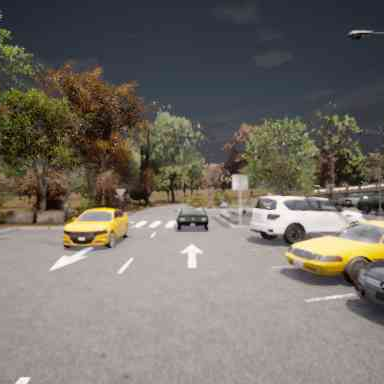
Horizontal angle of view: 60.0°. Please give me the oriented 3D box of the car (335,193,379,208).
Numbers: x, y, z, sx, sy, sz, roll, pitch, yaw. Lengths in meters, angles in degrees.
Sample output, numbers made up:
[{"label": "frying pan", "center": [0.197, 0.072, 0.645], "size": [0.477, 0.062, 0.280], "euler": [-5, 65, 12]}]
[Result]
[{"label": "car", "center": [23.969, 1.244, 48.536], "size": [2.435, 2.045, 5.566], "euler": [0, -1, -21]}]

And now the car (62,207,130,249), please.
[{"label": "car", "center": [-4.056, 1.475, 14.783], "size": [1.882, 1.535, 5.008], "euler": [0, 0, 1]}]

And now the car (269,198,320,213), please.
[{"label": "car", "center": [11.310, 1.478, 36.920], "size": [5.008, 1.535, 1.882], "euler": [0, 0, -6]}]

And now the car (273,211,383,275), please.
[{"label": "car", "center": [5.198, 1.478, 9.306], "size": [5.366, 1.575, 1.946], "euler": [1, 0, -20]}]

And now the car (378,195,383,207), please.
[{"label": "car", "center": [30.025, 1.373, 48.702], "size": [2.185, 1.767, 4.553], "euler": [1, -1, -22]}]

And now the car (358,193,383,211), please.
[{"label": "car", "center": [18.350, 1.239, 31.393], "size": [2.435, 2.045, 5.566], "euler": [0, 1, -21]}]

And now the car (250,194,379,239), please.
[{"label": "car", "center": [5.386, 1.232, 15.399], "size": [5.566, 2.045, 2.435], "euler": [1, 0, -20]}]

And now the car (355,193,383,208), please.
[{"label": "car", "center": [27.029, 1.245, 48.573], "size": [2.435, 2.045, 5.566], "euler": [1, -1, -22]}]

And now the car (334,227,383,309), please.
[{"label": "car", "center": [5.380, 1.524, 6.364], "size": [4.674, 1.452, 2.002], "euler": [1, 0, -20]}]

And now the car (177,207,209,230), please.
[{"label": "car", "center": [0.024, 1.598, 21.257], "size": [1.895, 1.301, 4.718], "euler": [0, 0, -1]}]

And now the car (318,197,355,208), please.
[{"label": "car", "center": [20.946, 1.523, 48.454], "size": [2.163, 1.488, 4.792], "euler": [0, -1, -21]}]
